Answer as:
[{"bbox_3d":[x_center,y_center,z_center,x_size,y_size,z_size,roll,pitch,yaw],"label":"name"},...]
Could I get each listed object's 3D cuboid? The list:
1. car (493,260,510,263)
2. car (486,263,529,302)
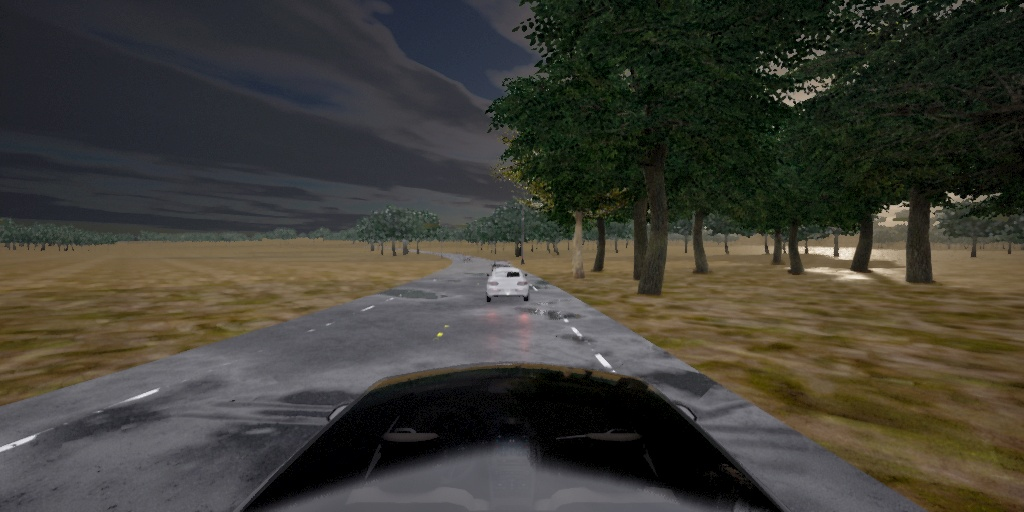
[{"bbox_3d":[-0.932,1.094,31.634,2.128,1.511,4.902,0,0,-4],"label":"car"},{"bbox_3d":[-0.235,1.241,16.599,1.812,1.442,4.674,0,0,-2],"label":"car"}]
